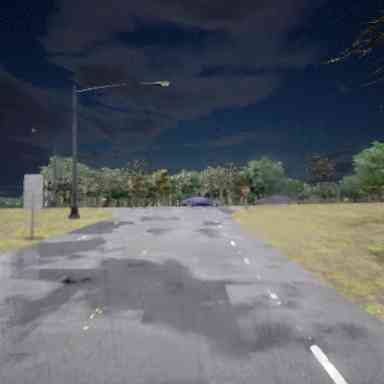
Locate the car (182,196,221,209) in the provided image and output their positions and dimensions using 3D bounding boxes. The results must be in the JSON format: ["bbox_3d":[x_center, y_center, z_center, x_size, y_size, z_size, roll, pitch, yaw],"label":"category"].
[{"bbox_3d":[1.114,1.261,39.806,4.674,1.442,1.812,0,-1,-1],"label":"car"}]

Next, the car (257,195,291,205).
[{"bbox_3d":[11.515,1.215,46.987,4.674,1.442,1.812,-1,-3,-1],"label":"car"}]
